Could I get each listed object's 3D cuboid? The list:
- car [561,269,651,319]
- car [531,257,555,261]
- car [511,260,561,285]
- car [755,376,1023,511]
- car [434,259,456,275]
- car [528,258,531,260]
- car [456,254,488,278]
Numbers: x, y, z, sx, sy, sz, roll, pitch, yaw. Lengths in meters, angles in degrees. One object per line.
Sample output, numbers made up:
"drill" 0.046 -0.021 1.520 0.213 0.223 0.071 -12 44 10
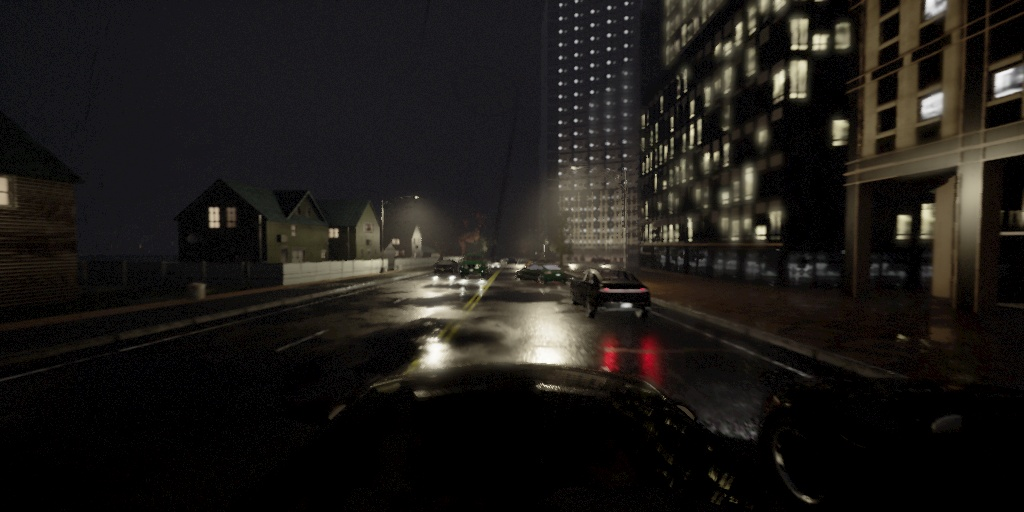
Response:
"car" 3.247 1.189 12.606 2.128 1.511 4.902 0 0 0
"car" 3.242 0.956 34.584 2.097 1.767 4.553 0 0 0
"car" 2.026 1.204 25.357 1.994 1.385 4.181 0 0 -31
"car" 3.249 1.315 1.603 1.994 1.385 4.181 0 0 0
"car" -6.581 1.074 36.468 1.882 1.535 5.008 0 0 0
"car" 3.239 1.110 45.619 2.033 1.411 5.357 0 0 0
"car" -3.340 0.836 32.353 2.150 2.045 5.566 0 0 0
